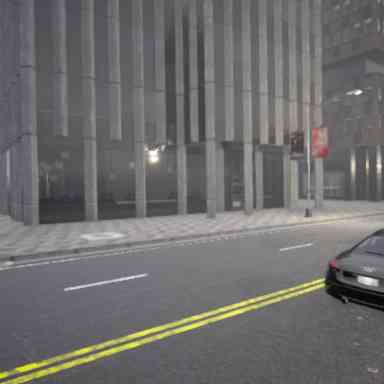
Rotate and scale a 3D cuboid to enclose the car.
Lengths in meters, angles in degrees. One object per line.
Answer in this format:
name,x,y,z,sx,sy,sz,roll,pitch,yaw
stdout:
car,4.559,1.416,6.706,4.181,1.385,1.994,-1,1,-36
